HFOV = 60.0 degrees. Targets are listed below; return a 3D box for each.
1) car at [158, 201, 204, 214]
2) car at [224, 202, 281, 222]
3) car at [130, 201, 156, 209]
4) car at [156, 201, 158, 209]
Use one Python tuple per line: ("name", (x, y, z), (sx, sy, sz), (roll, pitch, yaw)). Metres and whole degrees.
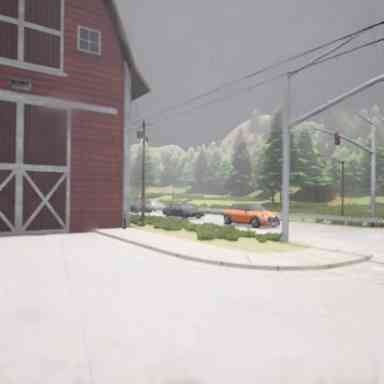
("car", (-0.945, 1.872, 32.754), (2.033, 1.411, 5.357), (1, -1, -35))
("car", (4.440, 1.658, 24.901), (2.097, 1.767, 4.553), (1, -1, -34))
("car", (-6.571, 1.909, 40.966), (1.994, 1.385, 4.181), (1, -1, -35))
("car", (-5.366, 1.927, 45.755), (1.812, 1.442, 4.674), (1, -1, -34))
